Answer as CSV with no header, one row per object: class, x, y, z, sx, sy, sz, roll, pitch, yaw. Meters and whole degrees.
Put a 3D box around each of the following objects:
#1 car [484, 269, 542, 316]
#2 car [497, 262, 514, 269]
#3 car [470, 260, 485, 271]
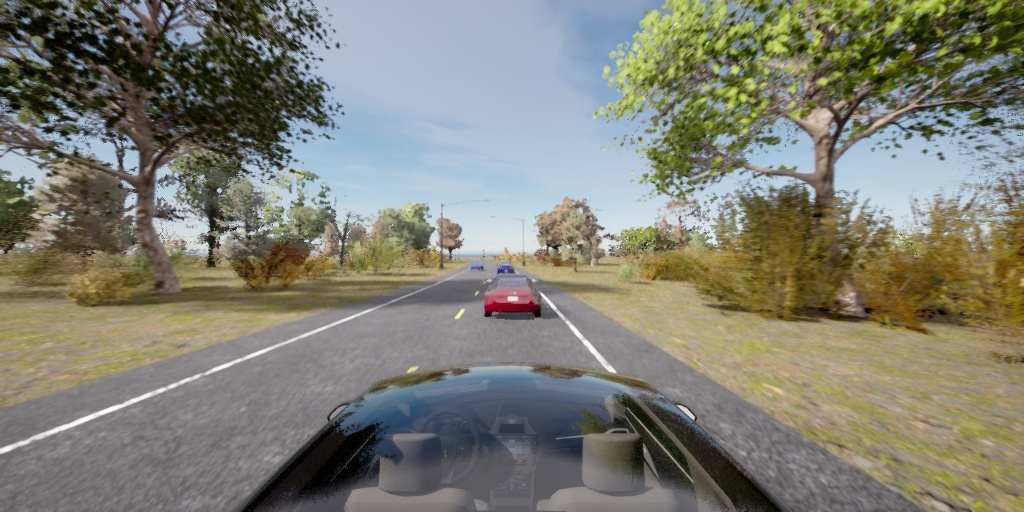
car,0.002,1.348,13.528,1.994,1.385,4.181,0,0,-1
car,-0.719,1.373,39.799,1.812,1.442,4.674,0,0,-2
car,-4.910,1.355,50.977,1.882,1.535,5.008,0,0,-3
